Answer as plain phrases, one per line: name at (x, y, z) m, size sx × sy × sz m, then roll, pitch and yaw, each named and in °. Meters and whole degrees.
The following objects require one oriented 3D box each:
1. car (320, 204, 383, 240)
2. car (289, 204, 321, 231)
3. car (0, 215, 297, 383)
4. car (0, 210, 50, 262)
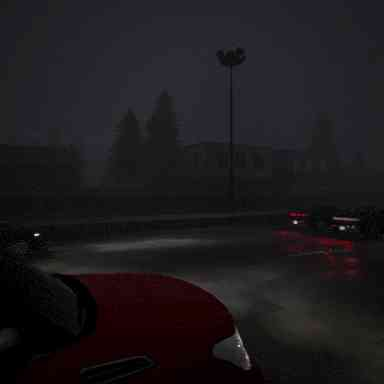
car at (9.166, 1.478, 16.920) m, size 4.902 × 1.511 × 2.128 m, roll 0°, pitch 0°, yaw -31°
car at (8.017, 1.489, 20.305) m, size 4.892 × 1.490 × 1.837 m, roll 0°, pitch 0°, yaw -31°
car at (-2.143, 1.220, 2.116) m, size 5.566 × 2.045 × 2.150 m, roll 0°, pitch 0°, yaw -31°
car at (-7.531, 1.488, 11.128) m, size 4.902 × 1.511 × 2.128 m, roll 0°, pitch 0°, yaw -31°
